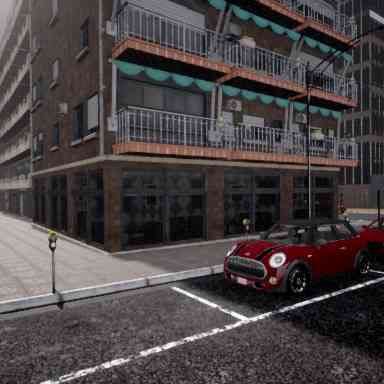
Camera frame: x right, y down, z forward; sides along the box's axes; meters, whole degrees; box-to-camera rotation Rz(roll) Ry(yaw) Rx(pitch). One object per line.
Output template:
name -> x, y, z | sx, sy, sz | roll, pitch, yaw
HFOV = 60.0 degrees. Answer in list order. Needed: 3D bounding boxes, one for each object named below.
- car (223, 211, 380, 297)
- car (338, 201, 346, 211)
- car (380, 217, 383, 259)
car -> 2.728, 1.439, 8.512 | 4.097, 1.590, 1.967 | 0, -1, -35
car -> 16.498, 1.746, 40.603 | 1.967, 1.590, 4.097 | -2, 0, -36
car -> 7.228, 1.543, 11.716 | 4.507, 1.381, 1.887 | 0, -1, -35
